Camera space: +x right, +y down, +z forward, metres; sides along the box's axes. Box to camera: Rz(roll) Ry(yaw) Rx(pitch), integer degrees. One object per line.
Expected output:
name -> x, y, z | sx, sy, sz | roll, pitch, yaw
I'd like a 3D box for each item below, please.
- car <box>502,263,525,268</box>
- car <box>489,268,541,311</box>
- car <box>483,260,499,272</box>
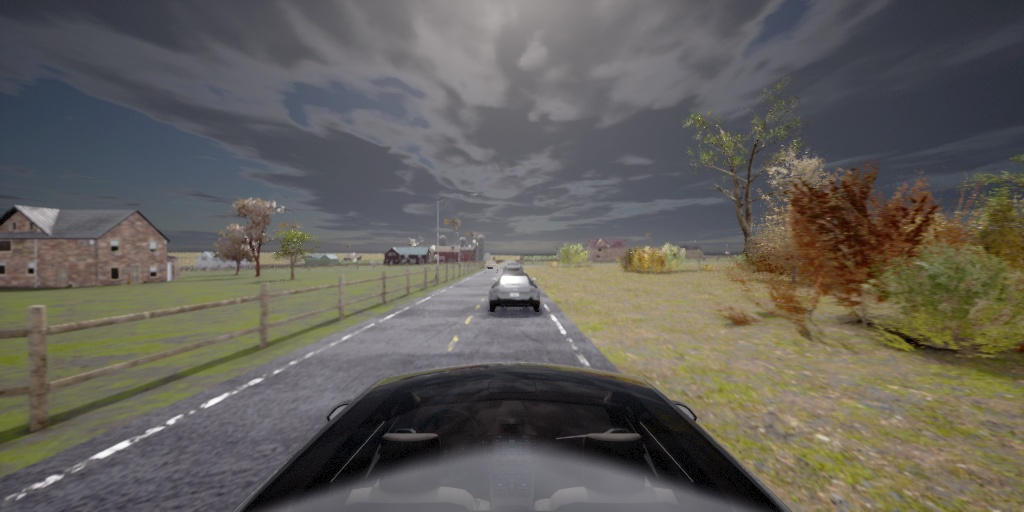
car -> 0.097, 1.405, 32.661 | 1.837, 1.490, 4.892 | 0, 0, 0
car -> 0.097, 1.375, 14.880 | 1.994, 1.385, 4.181 | 0, 0, 0
car -> -2.754, 1.281, 48.130 | 1.882, 1.535, 5.008 | 0, 0, 0
